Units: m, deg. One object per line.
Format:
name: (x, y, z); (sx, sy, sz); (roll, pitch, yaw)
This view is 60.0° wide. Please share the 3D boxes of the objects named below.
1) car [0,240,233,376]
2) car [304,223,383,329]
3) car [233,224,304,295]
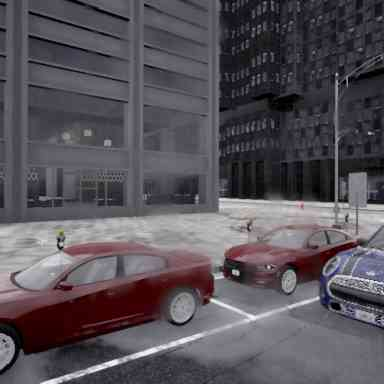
car: (-1.688, 1.545, 5.468); (4.507, 1.381, 1.887); (0, 0, -36)
car: (4.538, 1.352, 6.534); (4.553, 1.767, 2.097); (0, 0, -36)
car: (2.794, 1.545, 8.700); (4.507, 1.381, 1.887); (0, 0, -36)
